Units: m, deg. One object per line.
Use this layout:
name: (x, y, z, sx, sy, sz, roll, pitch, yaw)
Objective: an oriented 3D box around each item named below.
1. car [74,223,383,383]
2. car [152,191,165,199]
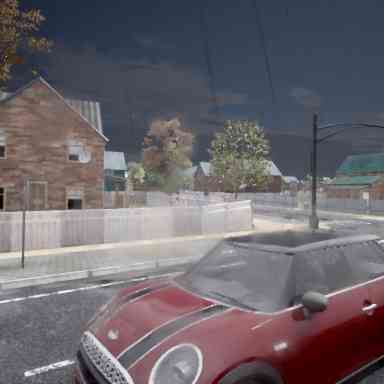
car: (0.960, 1.352, 4.213, 4.553, 1.767, 2.097, 0, 0, -35)
car: (-6.224, 0.639, 61.693, 1.812, 1.442, 4.674, 1, 1, -20)
